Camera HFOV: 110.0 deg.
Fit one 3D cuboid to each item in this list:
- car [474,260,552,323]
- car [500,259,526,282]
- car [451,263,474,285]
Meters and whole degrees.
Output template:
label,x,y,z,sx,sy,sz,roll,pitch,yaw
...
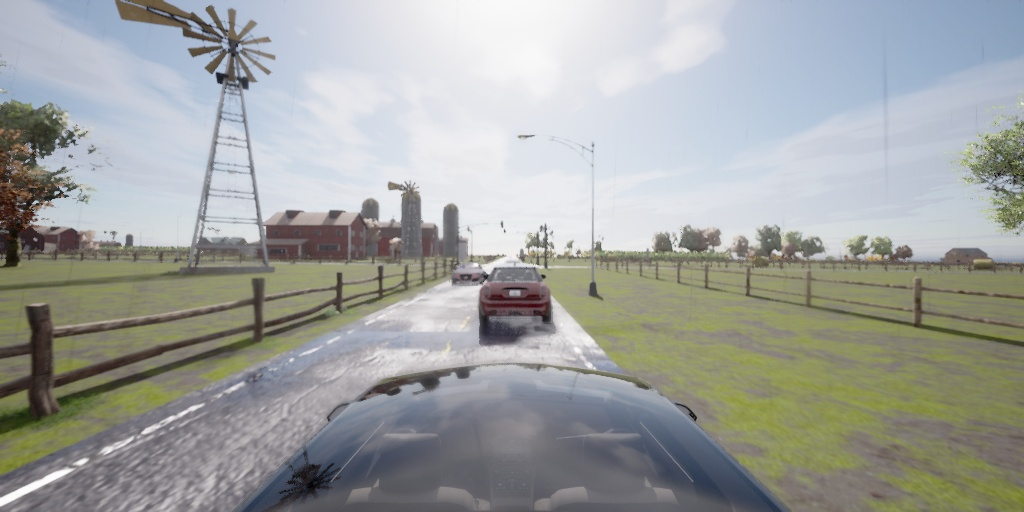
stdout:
label,x,y,z,sx,sy,sz,roll,pitch,yaw
car,0.089,1.022,11.950,2.097,1.767,4.553,0,0,0
car,0.092,1.053,27.745,1.837,1.490,4.892,0,0,0
car,-2.842,1.140,24.173,1.994,1.385,4.181,0,0,0
